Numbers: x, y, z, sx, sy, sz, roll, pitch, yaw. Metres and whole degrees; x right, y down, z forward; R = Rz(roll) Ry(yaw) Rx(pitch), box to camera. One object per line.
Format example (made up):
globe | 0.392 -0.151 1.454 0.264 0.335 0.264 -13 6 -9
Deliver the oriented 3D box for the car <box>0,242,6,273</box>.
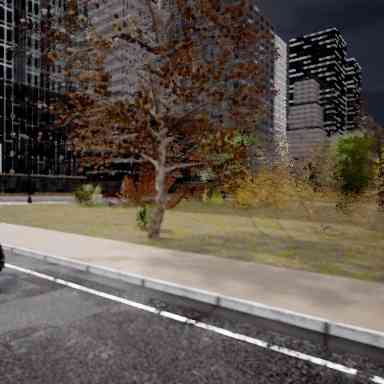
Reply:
car | -6.526 1.334 8.378 4.181 1.385 1.994 2 1 36

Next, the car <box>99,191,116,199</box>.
car | -15.046 0.555 61.853 1.812 1.442 4.674 1 0 38
